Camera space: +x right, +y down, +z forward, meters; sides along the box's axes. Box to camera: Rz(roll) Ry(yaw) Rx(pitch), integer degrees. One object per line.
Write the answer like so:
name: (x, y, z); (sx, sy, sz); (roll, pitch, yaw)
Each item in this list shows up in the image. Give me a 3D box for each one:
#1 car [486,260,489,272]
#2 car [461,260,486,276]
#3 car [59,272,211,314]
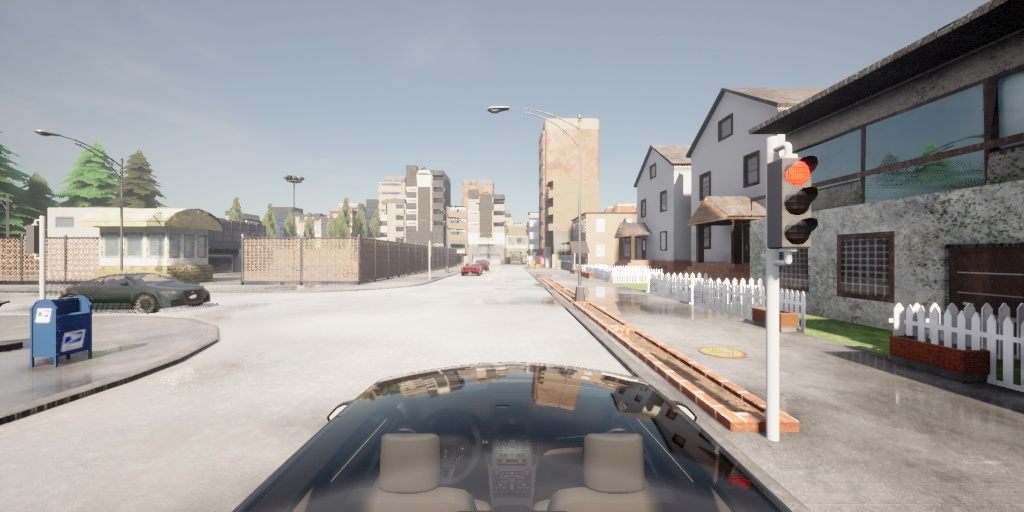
car: (-4.093, 1.228, 47.726); (1.882, 1.535, 5.008); (0, 0, 0)
car: (-4.106, 1.351, 37.220); (1.895, 1.301, 4.718); (0, 0, 0)
car: (-13.755, 1.313, 13.233); (4.181, 1.385, 1.994); (0, 0, 0)
